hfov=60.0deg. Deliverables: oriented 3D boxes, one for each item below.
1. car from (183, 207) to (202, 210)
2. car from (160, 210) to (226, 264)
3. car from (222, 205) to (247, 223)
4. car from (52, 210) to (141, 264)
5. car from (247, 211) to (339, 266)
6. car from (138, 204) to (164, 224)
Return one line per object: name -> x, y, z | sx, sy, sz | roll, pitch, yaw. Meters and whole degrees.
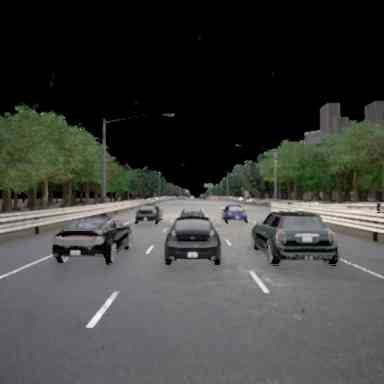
car -> 0.031, 1.880, 26.725 | 1.895, 1.301, 4.718 | 0, -1, 0
car -> 0.039, 1.641, 12.361 | 1.837, 1.490, 4.892 | 0, 0, 0
car -> 3.540, 1.815, 28.014 | 1.812, 1.442, 4.674 | 0, 0, 0
car -> -3.460, 1.627, 12.347 | 2.128, 1.511, 4.902 | 0, -1, 0
car -> 3.540, 1.486, 12.277 | 2.097, 1.767, 4.553 | 0, -1, 0
car -> -3.465, 1.790, 27.354 | 1.837, 1.490, 4.892 | 0, 0, 0
